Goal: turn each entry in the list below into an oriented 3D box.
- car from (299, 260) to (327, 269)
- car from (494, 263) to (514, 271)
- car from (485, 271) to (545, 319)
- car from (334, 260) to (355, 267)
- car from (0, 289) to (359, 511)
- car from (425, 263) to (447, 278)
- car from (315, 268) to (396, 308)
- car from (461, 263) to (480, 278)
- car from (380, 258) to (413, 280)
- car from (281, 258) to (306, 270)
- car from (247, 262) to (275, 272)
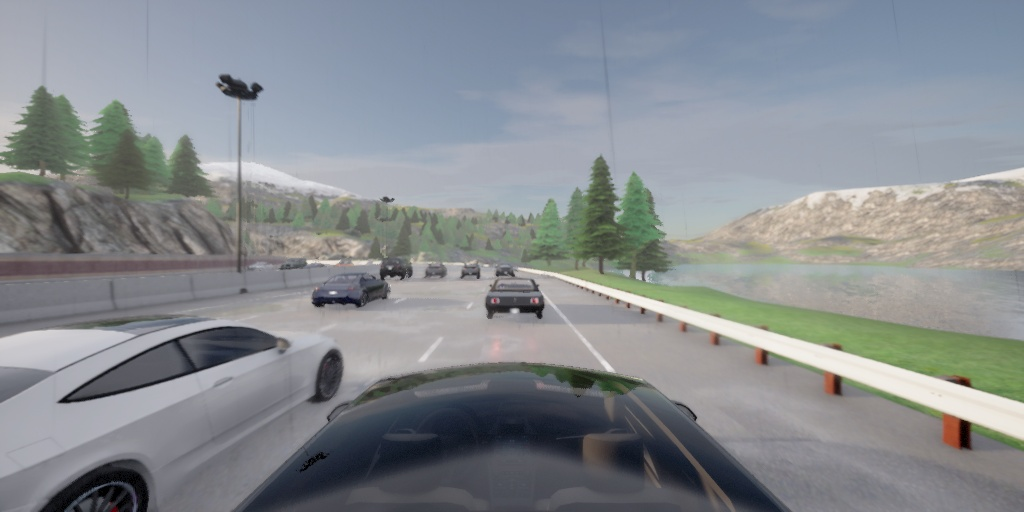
[{"bbox_3d":[-27.721,1.606,50.805,2.033,1.411,5.357,0,0,-11],"label":"car"},{"bbox_3d":[-0.859,1.492,38.317,1.812,1.442,4.674,0,0,-6],"label":"car"},{"bbox_3d":[0.092,1.419,13.231,1.895,1.301,4.718,0,0,0],"label":"car"},{"bbox_3d":[-24.689,1.422,53.052,2.097,1.767,4.553,0,0,-12],"label":"car"},{"bbox_3d":[-3.407,1.288,3.433,1.812,1.442,4.674,0,0,0],"label":"car"},{"bbox_3d":[-7.729,1.454,36.677,2.128,1.511,4.902,0,0,-6],"label":"car"},{"bbox_3d":[-6.910,1.403,15.850,1.994,1.385,4.181,0,0,0],"label":"car"},{"bbox_3d":[-4.208,1.451,36.662,2.128,1.511,4.902,0,0,-6],"label":"car"},{"bbox_3d":[-10.983,1.173,34.295,2.150,2.045,5.566,0,0,-5],"label":"car"},{"bbox_3d":[-31.693,1.295,52.455,2.150,2.045,5.566,0,0,-12],"label":"car"},{"bbox_3d":[-34.662,1.582,49.593,1.812,1.442,4.674,0,0,-11],"label":"car"}]
